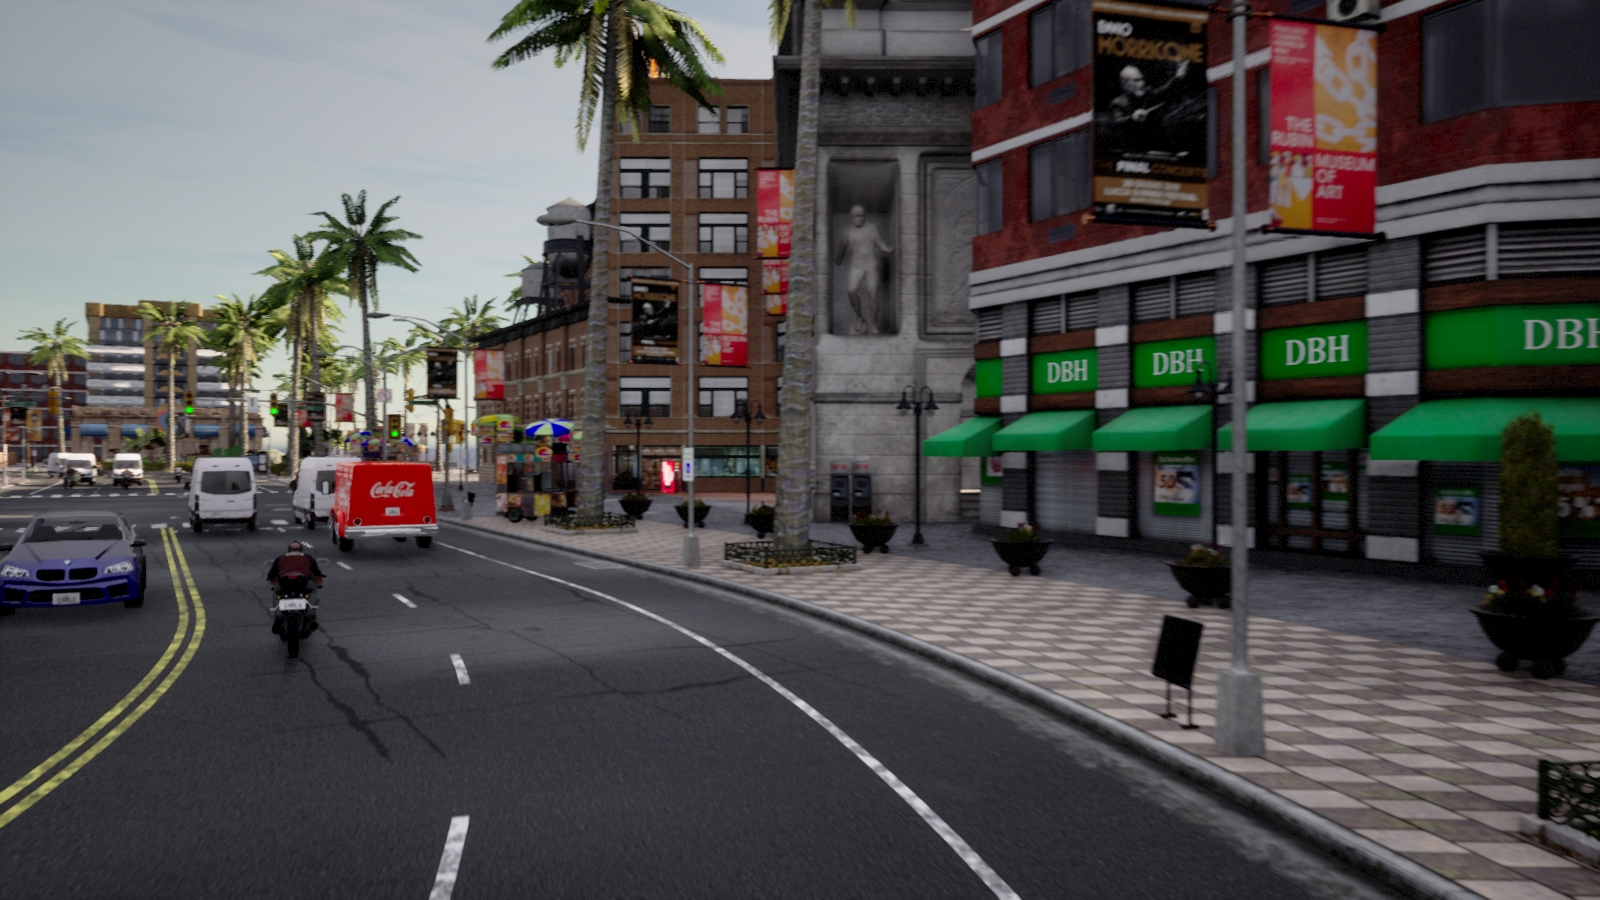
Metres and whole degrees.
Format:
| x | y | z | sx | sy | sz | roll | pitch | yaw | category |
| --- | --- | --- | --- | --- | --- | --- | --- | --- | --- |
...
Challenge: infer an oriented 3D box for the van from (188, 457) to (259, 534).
| x | y | z | sx | sy | sz | roll | pitch | yaw | category |
| --- | --- | --- | --- | --- | --- | --- | --- | --- | --- |
| -21.156 | 1.553 | 41.801 | 1.988 | 2.561 | 5.915 | 0 | 0 | -30 | van |

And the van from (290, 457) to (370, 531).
| x | y | z | sx | sy | sz | roll | pitch | yaw | category |
| --- | --- | --- | --- | --- | --- | --- | --- | --- | --- |
| -17.640 | 1.549 | 42.749 | 1.988 | 2.561 | 5.915 | 0 | 0 | -30 | van |

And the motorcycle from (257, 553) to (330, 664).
| x | y | z | sx | sy | sz | roll | pitch | yaw | category |
| --- | --- | --- | --- | --- | --- | --- | --- | --- | --- |
| -7.192 | 2.211 | 16.306 | 0.867 | 1.251 | 2.209 | 0 | 0 | -22 | motorcycle |

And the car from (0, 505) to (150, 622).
| x | y | z | sx | sy | sz | roll | pitch | yaw | category |
| --- | --- | --- | --- | --- | --- | --- | --- | --- | --- |
| -13.379 | 1.979 | 21.163 | 2.242 | 1.667 | 4.611 | 0 | 0 | -28 | car |

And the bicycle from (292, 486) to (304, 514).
| x | y | z | sx | sy | sz | roll | pitch | yaw | category |
| --- | --- | --- | --- | --- | --- | --- | --- | --- | --- |
| -22.425 | 2.229 | 51.046 | 0.329 | 1.171 | 1.835 | 0 | 0 | -30 | bicycle |

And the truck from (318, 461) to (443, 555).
| x | y | z | sx | sy | sz | roll | pitch | yaw | category |
| --- | --- | --- | --- | --- | --- | --- | --- | --- | --- |
| -12.373 | 1.577 | 33.453 | 2.627 | 2.467 | 5.204 | 0 | 0 | -29 | truck |
